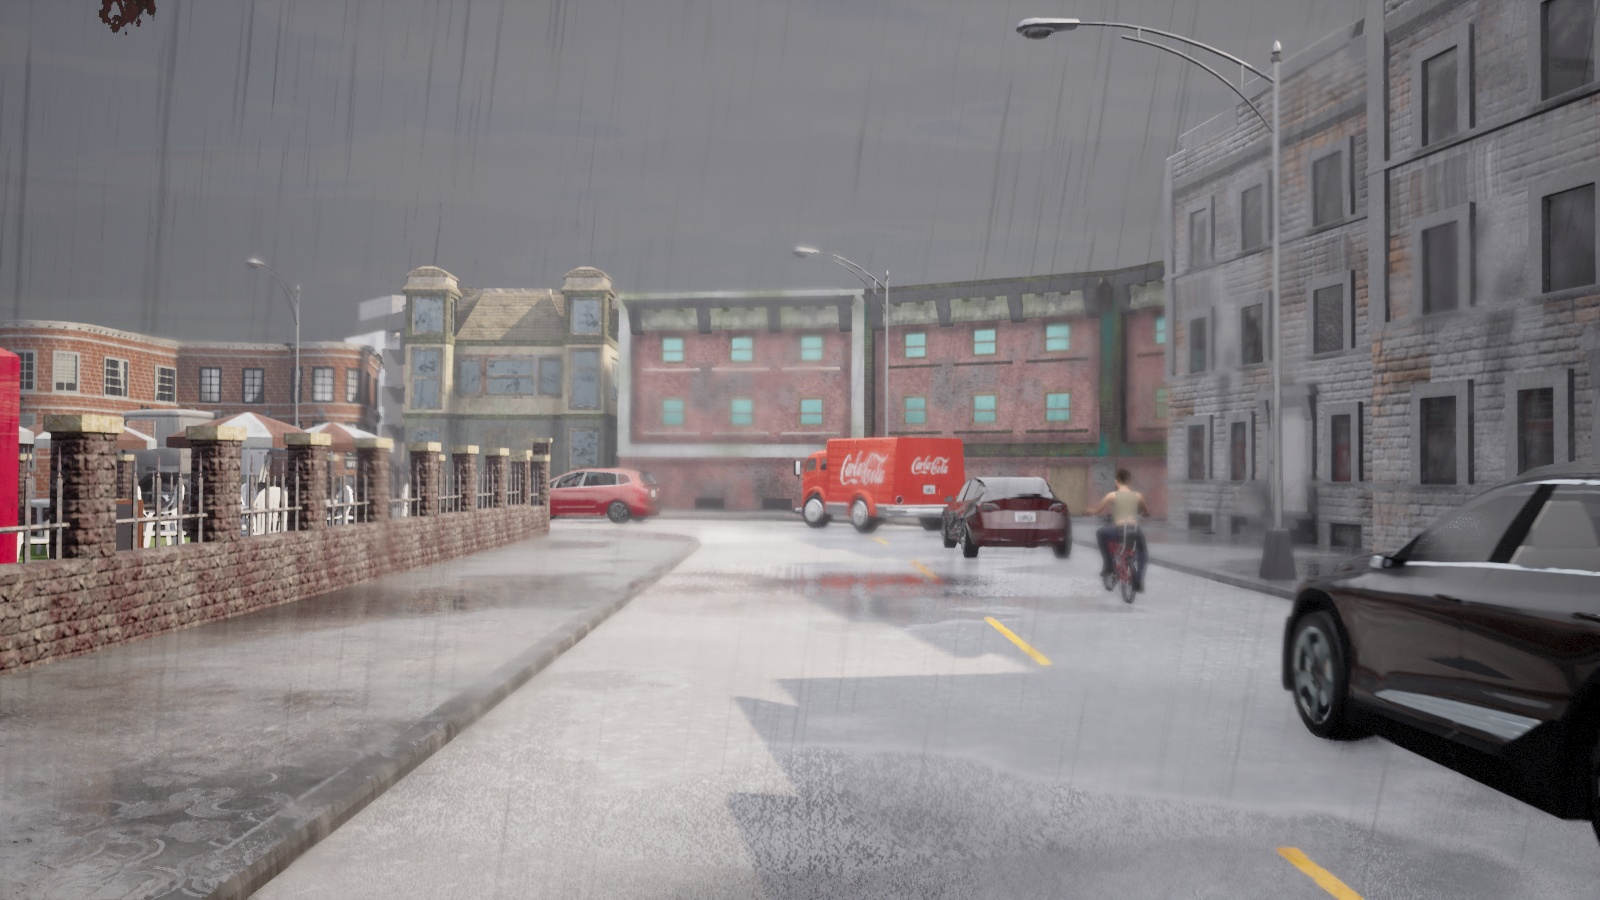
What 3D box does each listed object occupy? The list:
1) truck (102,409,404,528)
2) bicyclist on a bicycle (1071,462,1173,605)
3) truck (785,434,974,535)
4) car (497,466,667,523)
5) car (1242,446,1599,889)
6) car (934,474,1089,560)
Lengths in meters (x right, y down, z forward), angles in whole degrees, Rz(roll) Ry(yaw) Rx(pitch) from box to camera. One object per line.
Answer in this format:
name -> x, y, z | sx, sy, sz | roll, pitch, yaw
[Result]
truck -> -16.513, 0.553, 38.346 | 7.936, 3.462, 2.891 | 0, -1, -1
bicyclist on a bicycle -> 3.958, 0.998, 15.560 | 0.866, 1.612, 1.509 | 0, 2, 0
truck -> 2.006, 0.896, 33.683 | 2.627, 2.467, 5.204 | 0, -1, -30
car -> -6.567, 1.338, 38.182 | 4.611, 1.667, 2.242 | 0, -1, 9
car -> 3.985, 0.830, 5.967 | 2.033, 1.649, 4.856 | 0, -1, 0
car -> 3.943, 1.213, 24.293 | 2.163, 1.488, 4.792 | 0, -1, 0
